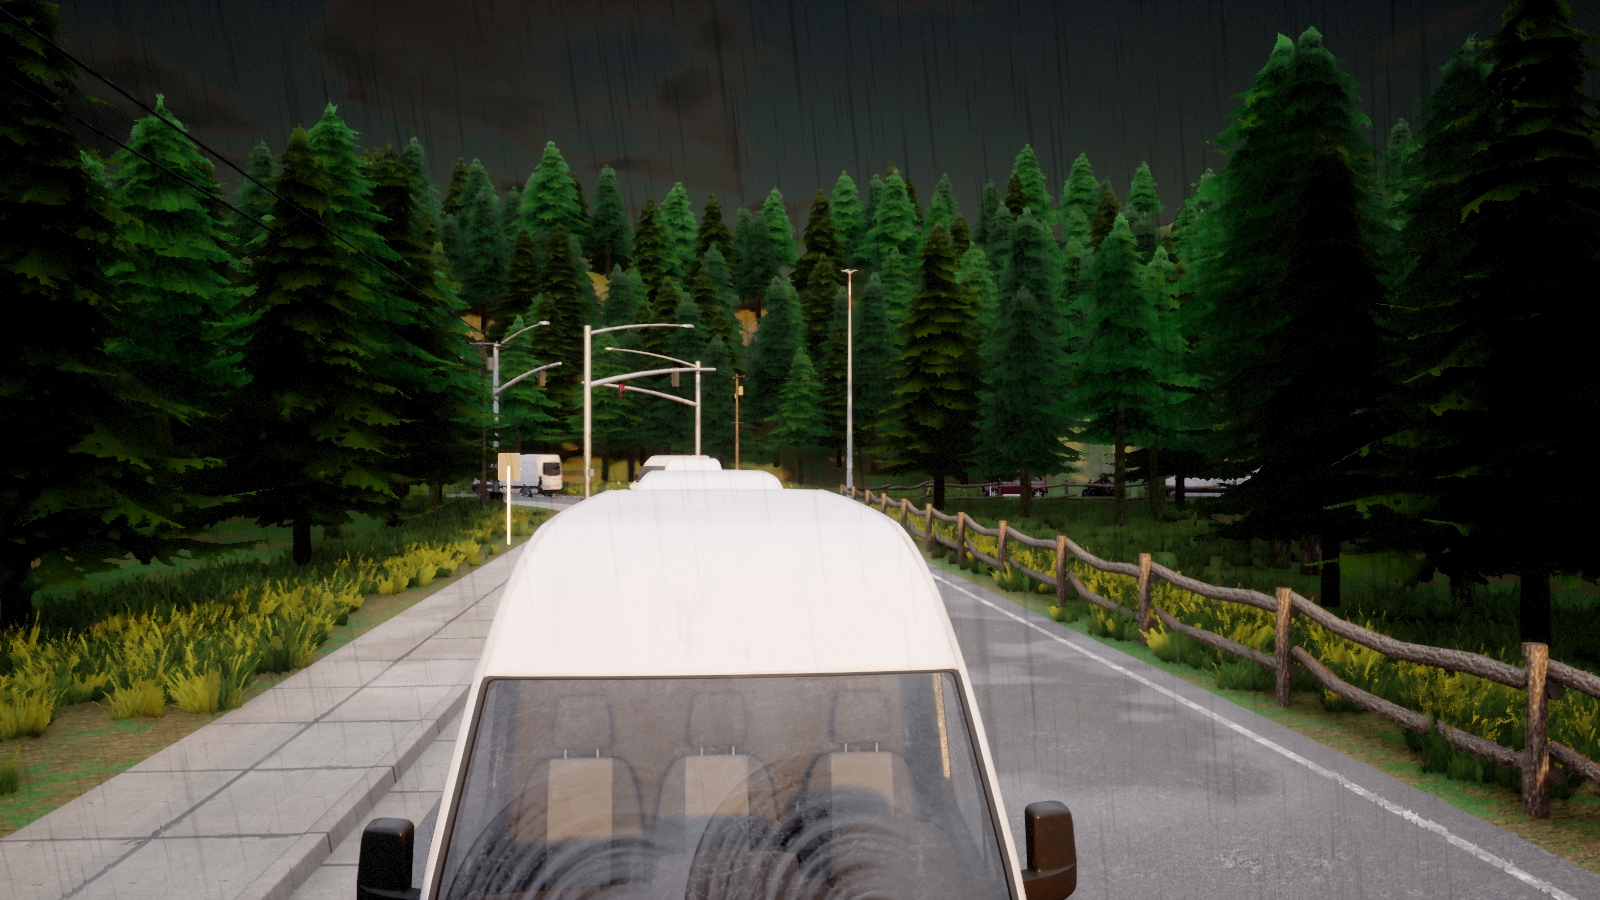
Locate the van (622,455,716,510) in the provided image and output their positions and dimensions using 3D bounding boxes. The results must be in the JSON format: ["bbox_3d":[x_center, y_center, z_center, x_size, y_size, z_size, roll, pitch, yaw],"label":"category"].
[{"bbox_3d":[-6.317,1.515,55.996,1.988,2.561,5.915,0,0,22],"label":"van"}]

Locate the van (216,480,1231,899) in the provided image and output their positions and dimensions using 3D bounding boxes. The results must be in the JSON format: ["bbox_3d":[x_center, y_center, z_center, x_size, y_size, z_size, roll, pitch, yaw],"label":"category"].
[{"bbox_3d":[-0.354,1.500,5.191,1.988,2.561,5.915,0,0,-5],"label":"van"}]

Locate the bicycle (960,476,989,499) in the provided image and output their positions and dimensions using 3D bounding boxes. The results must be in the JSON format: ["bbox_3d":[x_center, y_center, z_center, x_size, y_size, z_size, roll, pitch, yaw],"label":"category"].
[{"bbox_3d":[9.944,2.158,65.232,1.487,1.276,0.859,0,0,-6],"label":"bicycle"}]

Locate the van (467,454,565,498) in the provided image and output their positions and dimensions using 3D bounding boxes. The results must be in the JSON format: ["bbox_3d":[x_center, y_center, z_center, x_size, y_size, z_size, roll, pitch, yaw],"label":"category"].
[{"bbox_3d":[-17.021,1.508,68.326,5.915,2.561,1.988,0,0,30],"label":"van"}]
